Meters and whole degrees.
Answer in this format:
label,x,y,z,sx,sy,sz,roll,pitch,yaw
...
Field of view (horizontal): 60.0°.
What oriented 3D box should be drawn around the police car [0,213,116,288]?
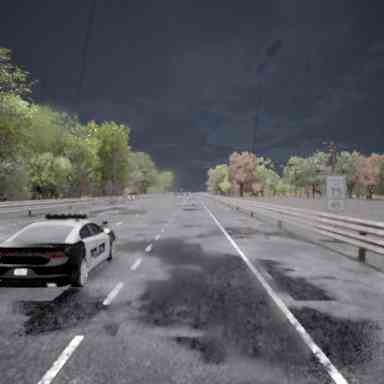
label,x,y,z,sx,sy,sz,roll,pitch,yaw
police car,-3.470,1.419,9.336,1.930,1.638,5.238,0,0,0
